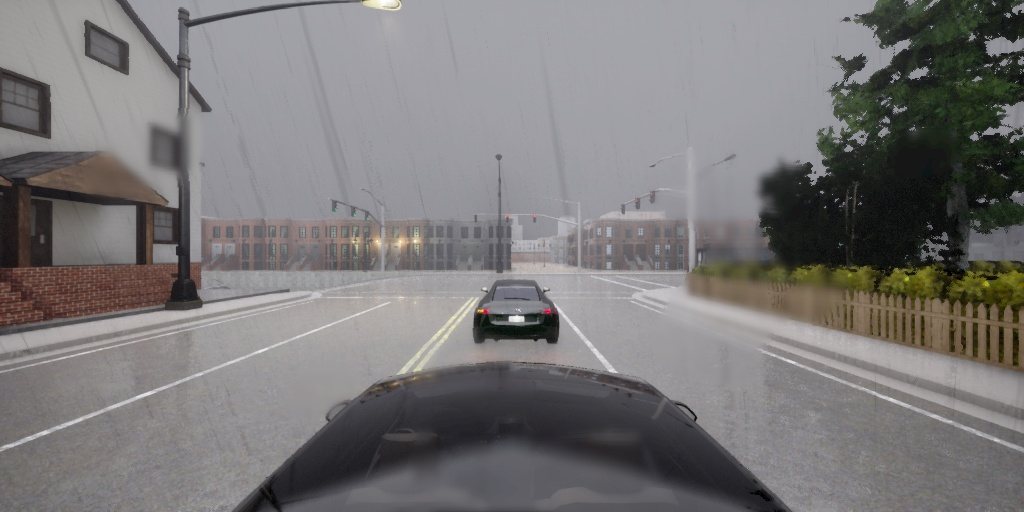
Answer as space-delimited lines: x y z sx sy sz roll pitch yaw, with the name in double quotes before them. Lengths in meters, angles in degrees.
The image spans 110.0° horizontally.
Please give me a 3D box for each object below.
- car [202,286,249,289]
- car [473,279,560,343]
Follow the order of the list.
"car" -22.438 3.308 26.907 5.566 2.045 2.150 -13 1 -1
"car" 0.099 1.314 9.657 1.994 1.385 4.181 0 0 0
